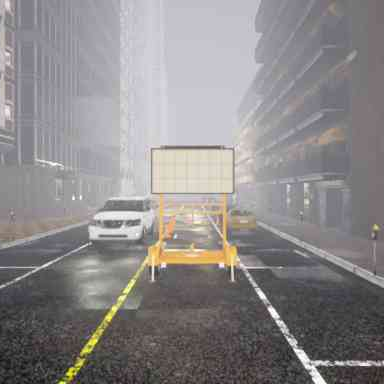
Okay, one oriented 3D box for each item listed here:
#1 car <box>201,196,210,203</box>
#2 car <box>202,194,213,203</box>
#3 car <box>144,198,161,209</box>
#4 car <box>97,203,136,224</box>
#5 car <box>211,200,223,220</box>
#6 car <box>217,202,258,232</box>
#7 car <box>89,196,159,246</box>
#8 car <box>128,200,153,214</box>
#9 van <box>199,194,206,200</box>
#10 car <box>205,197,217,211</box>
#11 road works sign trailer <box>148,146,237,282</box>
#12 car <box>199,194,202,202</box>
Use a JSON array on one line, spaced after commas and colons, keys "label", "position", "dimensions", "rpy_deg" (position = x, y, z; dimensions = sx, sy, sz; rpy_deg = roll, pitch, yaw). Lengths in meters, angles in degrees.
[{"label": "car", "position": [2.833, 1.615, 70.475], "dimensions": [1.802, 1.307, 4.206], "rpy_deg": [0, 0, 0]}, {"label": "car", "position": [2.788, 1.456, 47.881], "dimensions": [1.967, 1.590, 4.097], "rpy_deg": [0, 0, 0]}, {"label": "car", "position": [-5.593, 1.542, 47.727], "dimensions": [1.752, 1.417, 4.829], "rpy_deg": [0, 0, 0]}, {"label": "car", "position": [-5.638, 1.570, 25.303], "dimensions": [1.947, 1.339, 4.313], "rpy_deg": [0, 0, 0]}, {"label": "car", "position": [2.743, 1.570, 25.287], "dimensions": [1.947, 1.339, 4.313], "rpy_deg": [0, 0, 0]}, {"label": "car", "position": [2.732, 1.527, 19.808], "dimensions": [1.752, 1.417, 4.829], "rpy_deg": [0, 0, 0]}, {"label": "car", "position": [-3.066, 1.222, 15.653], "dimensions": [2.150, 2.045, 5.566], "rpy_deg": [0, 0, 0]}, {"label": "car", "position": [-5.615, 1.559, 36.600], "dimensions": [2.008, 1.369, 4.403], "rpy_deg": [0, 0, 0]}, {"label": "van", "position": [2.878, 1.401, 93.069], "dimensions": [1.690, 1.788, 3.998], "rpy_deg": [0, 0, 0]}, {"label": "car", "position": [2.765, 1.559, 36.584], "dimensions": [2.008, 1.369, 4.403], "rpy_deg": [0, 0, 0]}, {"label": "road works sign trailer", "position": [0.021, 0.465, 9.706], "dimensions": [2.380, 3.560, 2.880], "rpy_deg": [0, 0, 0]}, {"label": "car", "position": [2.811, 1.340, 59.178], "dimensions": [2.192, 1.841, 5.009], "rpy_deg": [0, 0, 0]}]
